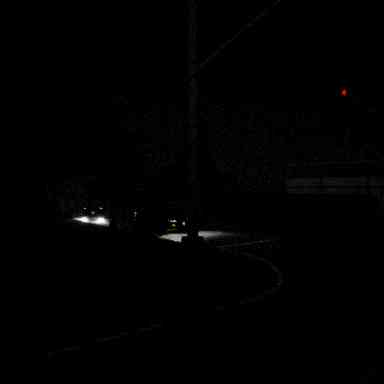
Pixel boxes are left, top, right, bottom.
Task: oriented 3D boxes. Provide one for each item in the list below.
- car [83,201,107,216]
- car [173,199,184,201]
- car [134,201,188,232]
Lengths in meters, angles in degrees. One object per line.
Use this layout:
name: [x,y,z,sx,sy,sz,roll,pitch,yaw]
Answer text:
car: [-9.480,1.601,32.768,1.895,1.301,4.718,0,0,-10]
car: [-2.020,1.601,47.993,4.718,1.301,1.895,0,0,-43]
car: [-1.856,1.505,20.325,1.837,1.490,4.892,0,0,-36]
